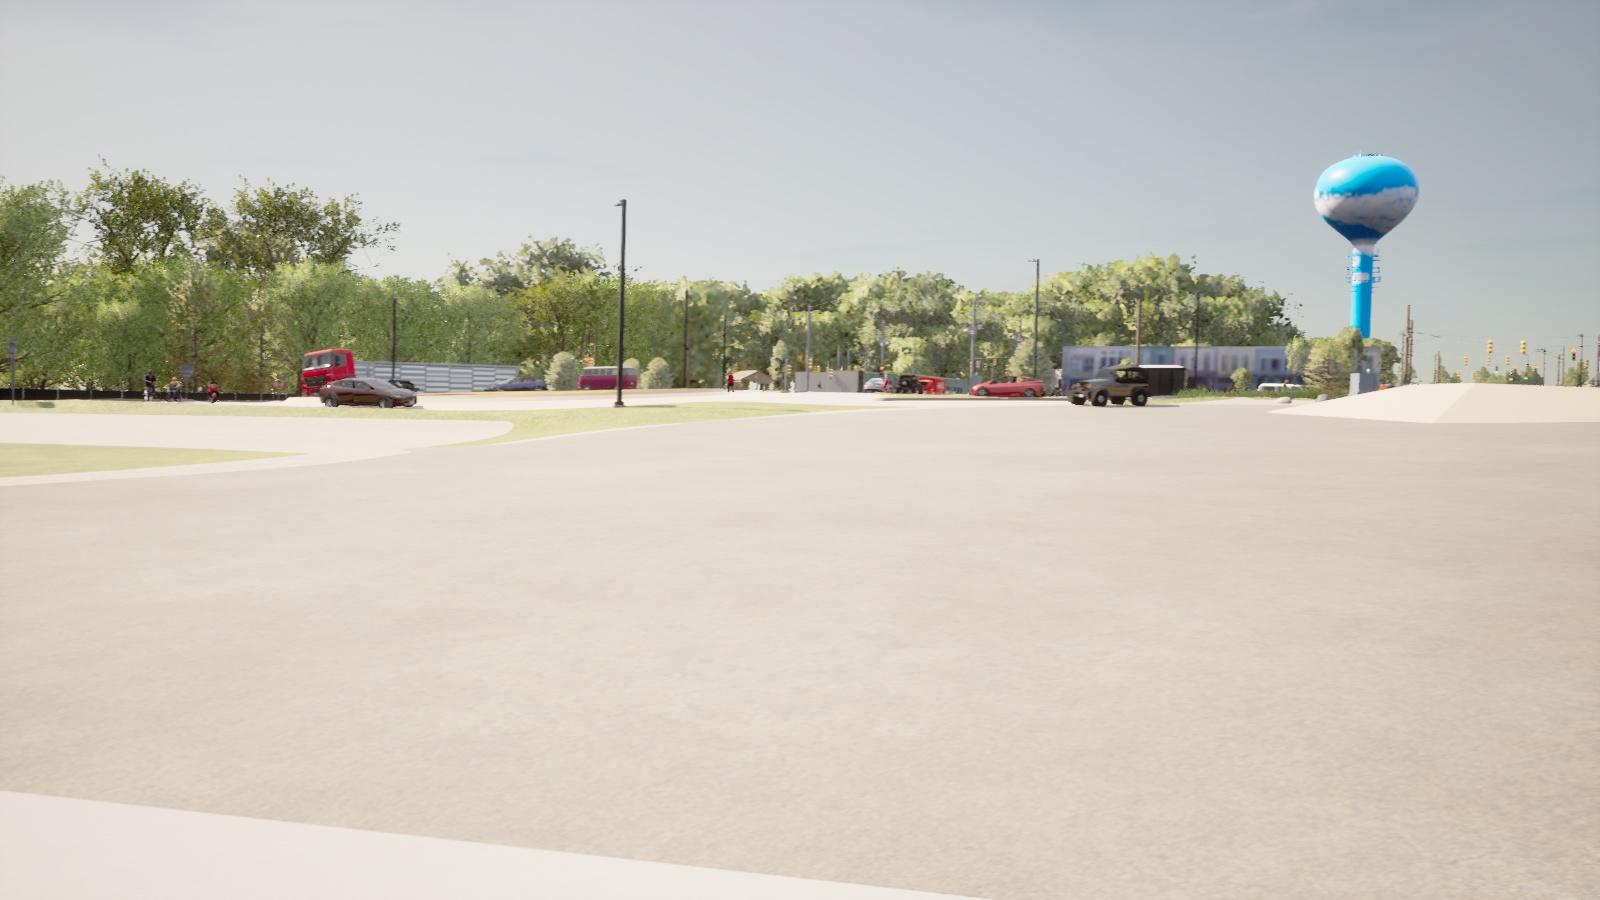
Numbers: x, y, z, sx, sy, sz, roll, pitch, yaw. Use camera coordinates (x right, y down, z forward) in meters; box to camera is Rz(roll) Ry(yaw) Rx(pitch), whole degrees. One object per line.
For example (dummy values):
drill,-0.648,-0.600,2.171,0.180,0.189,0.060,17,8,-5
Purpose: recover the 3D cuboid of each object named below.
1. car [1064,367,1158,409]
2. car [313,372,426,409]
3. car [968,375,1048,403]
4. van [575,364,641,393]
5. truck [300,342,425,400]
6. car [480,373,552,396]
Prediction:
car,14.584,-2.897,58.955,3.866,1.878,1.905,-1,5,-25
car,-20.886,-2.914,60.964,4.792,1.488,2.163,2,7,16
car,12.715,-3.717,76.686,4.514,1.525,2.007,2,2,17
van,-13.984,-5.177,91.465,4.442,1.987,1.775,1,1,22
truck,-29.813,-5.312,85.928,2.891,3.462,7.936,-4,0,29
car,-21.351,-4.921,94.485,4.792,1.488,2.163,-4,2,-35
